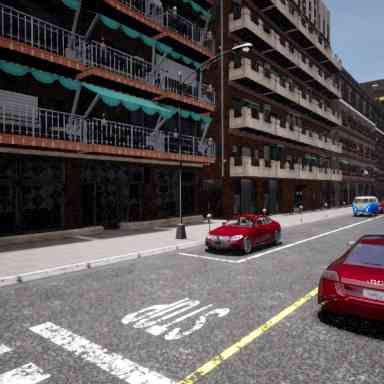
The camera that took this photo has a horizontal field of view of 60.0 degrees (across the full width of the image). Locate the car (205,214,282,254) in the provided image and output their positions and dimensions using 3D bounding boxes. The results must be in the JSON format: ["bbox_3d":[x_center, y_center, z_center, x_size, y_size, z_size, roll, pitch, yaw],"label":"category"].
[{"bbox_3d":[2.227,1.573,13.480,1.802,1.307,4.206,-1,-1,39],"label":"car"}]

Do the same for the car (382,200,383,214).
[{"bbox_3d":[19.691,1.567,35.374,1.802,1.307,4.206,-1,-1,39],"label":"car"}]

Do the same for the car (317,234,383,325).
[{"bbox_3d":[4.086,1.561,6.722,1.994,1.385,4.181,0,0,39],"label":"car"}]

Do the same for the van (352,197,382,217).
[{"bbox_3d":[16.157,1.327,30.947,1.690,1.788,3.998,-1,-1,39],"label":"van"}]
